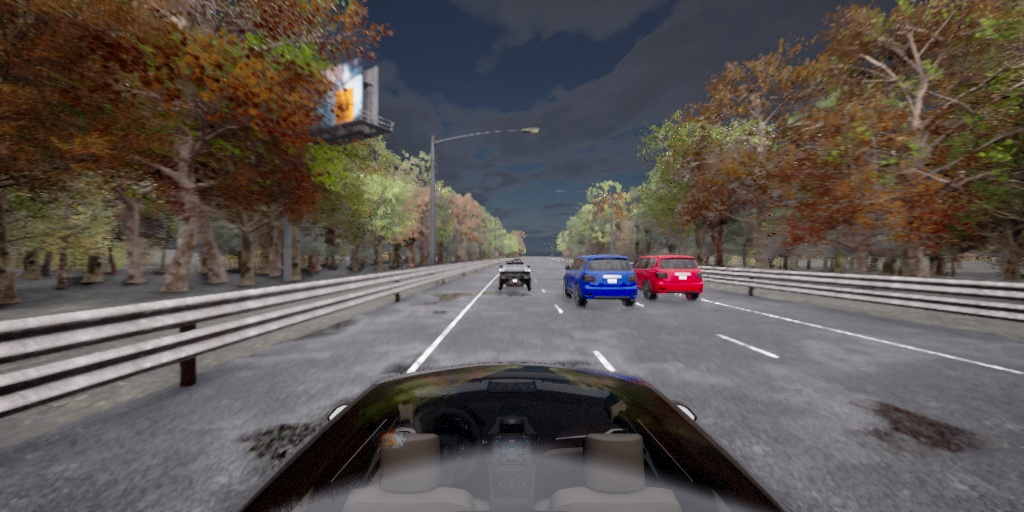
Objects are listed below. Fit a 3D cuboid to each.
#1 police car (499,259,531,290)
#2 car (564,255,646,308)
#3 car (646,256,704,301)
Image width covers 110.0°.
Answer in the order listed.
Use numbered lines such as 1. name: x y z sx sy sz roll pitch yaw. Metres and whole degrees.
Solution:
1. police car: 0.190 1.201 22.991 1.930 1.638 5.238 0 0 1
2. car: 3.615 0.992 15.518 2.150 2.045 5.566 0 0 0
3. car: 7.129 0.999 17.581 2.150 2.045 5.566 0 0 1
